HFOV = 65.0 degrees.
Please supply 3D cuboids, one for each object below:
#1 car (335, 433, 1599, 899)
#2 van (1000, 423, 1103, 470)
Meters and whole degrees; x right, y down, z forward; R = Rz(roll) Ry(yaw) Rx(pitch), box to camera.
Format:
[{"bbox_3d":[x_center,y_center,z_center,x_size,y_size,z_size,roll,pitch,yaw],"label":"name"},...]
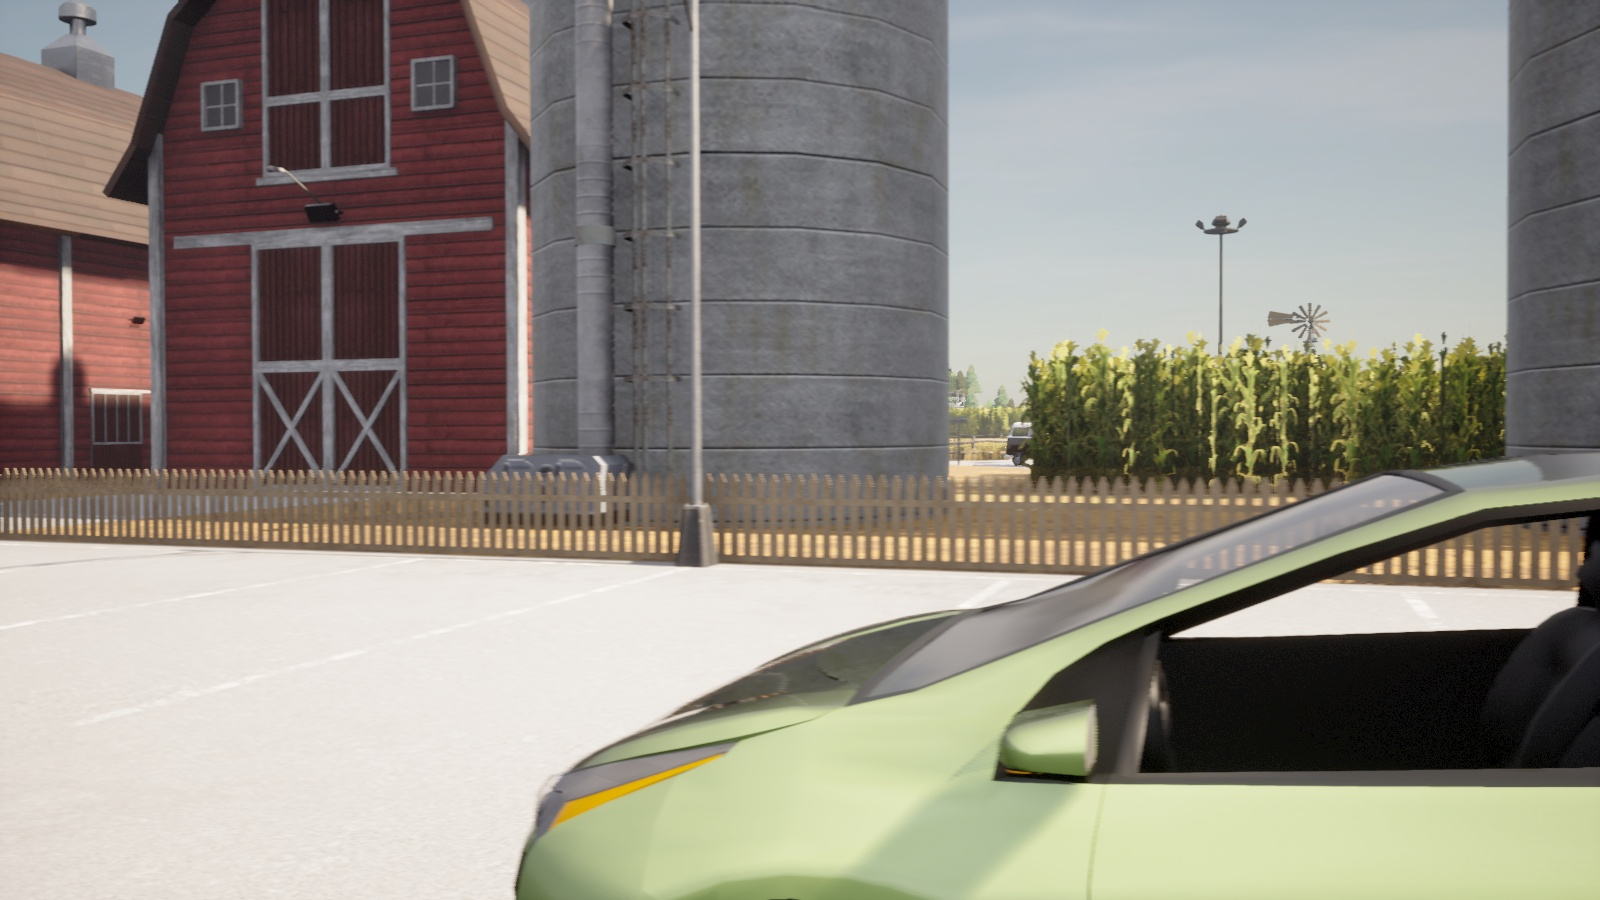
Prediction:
[{"bbox_3d":[1.558,0.736,2.668,4.514,1.525,2.007,1,1,19],"label":"car"},{"bbox_3d":[11.352,-0.180,57.018,2.069,2.038,4.480,0,1,-32],"label":"van"}]
